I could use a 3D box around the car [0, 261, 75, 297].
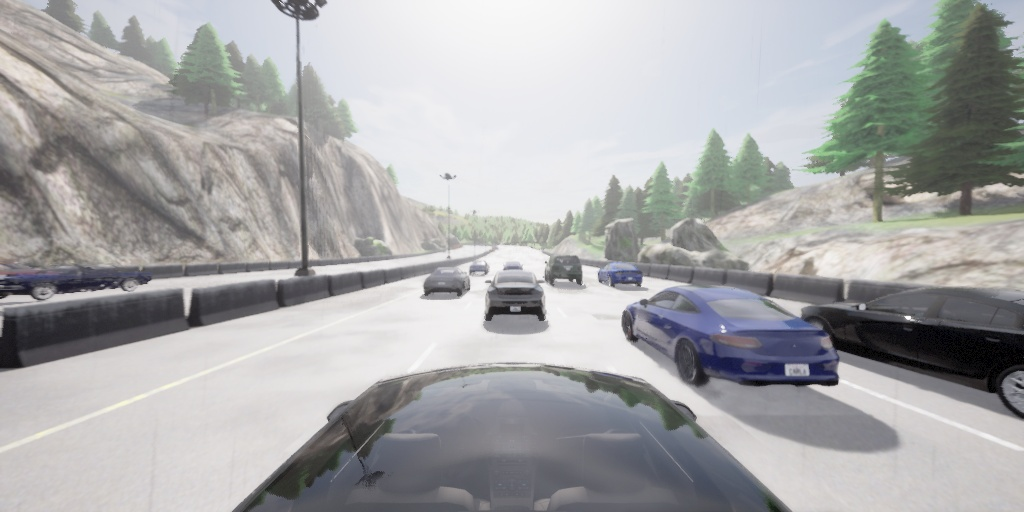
[{"bbox_3d":[-21.000,0.906,14.315,1.994,1.385,4.181,0,0,0],"label":"car"}]

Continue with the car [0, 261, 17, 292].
[{"bbox_3d":[-24.500,0.932,14.317,2.033,1.411,5.357,0,0,0],"label":"car"}]

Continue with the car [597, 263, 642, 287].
[{"bbox_3d":[7.099,1.190,24.017,1.882,1.535,5.008,0,0,0],"label":"car"}]

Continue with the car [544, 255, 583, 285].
[{"bbox_3d":[3.599,0.926,25.678,2.150,2.045,5.566,0,0,0],"label":"car"}]

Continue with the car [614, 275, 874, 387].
[{"bbox_3d":[3.587,1.271,6.821,1.812,1.442,4.674,0,0,0],"label":"car"}]

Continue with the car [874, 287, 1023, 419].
[{"bbox_3d":[7.100,1.224,5.667,1.882,1.535,5.008,0,0,0],"label":"car"}]

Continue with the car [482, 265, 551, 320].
[{"bbox_3d":[0.100,1.245,12.534,1.837,1.490,4.892,0,0,0],"label":"car"}]

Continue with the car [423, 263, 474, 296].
[{"bbox_3d":[-3.401,1.291,19.351,1.994,1.385,4.181,0,0,0],"label":"car"}]

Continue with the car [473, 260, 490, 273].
[{"bbox_3d":[-3.402,1.165,37.865,2.033,1.411,5.357,0,0,0],"label":"car"}]

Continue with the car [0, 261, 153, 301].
[{"bbox_3d":[-17.500,0.948,14.285,1.895,1.301,4.718,0,0,0],"label":"car"}]

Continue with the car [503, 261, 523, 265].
[{"bbox_3d":[0.099,1.182,33.258,1.812,1.442,4.674,0,0,0],"label":"car"}]
